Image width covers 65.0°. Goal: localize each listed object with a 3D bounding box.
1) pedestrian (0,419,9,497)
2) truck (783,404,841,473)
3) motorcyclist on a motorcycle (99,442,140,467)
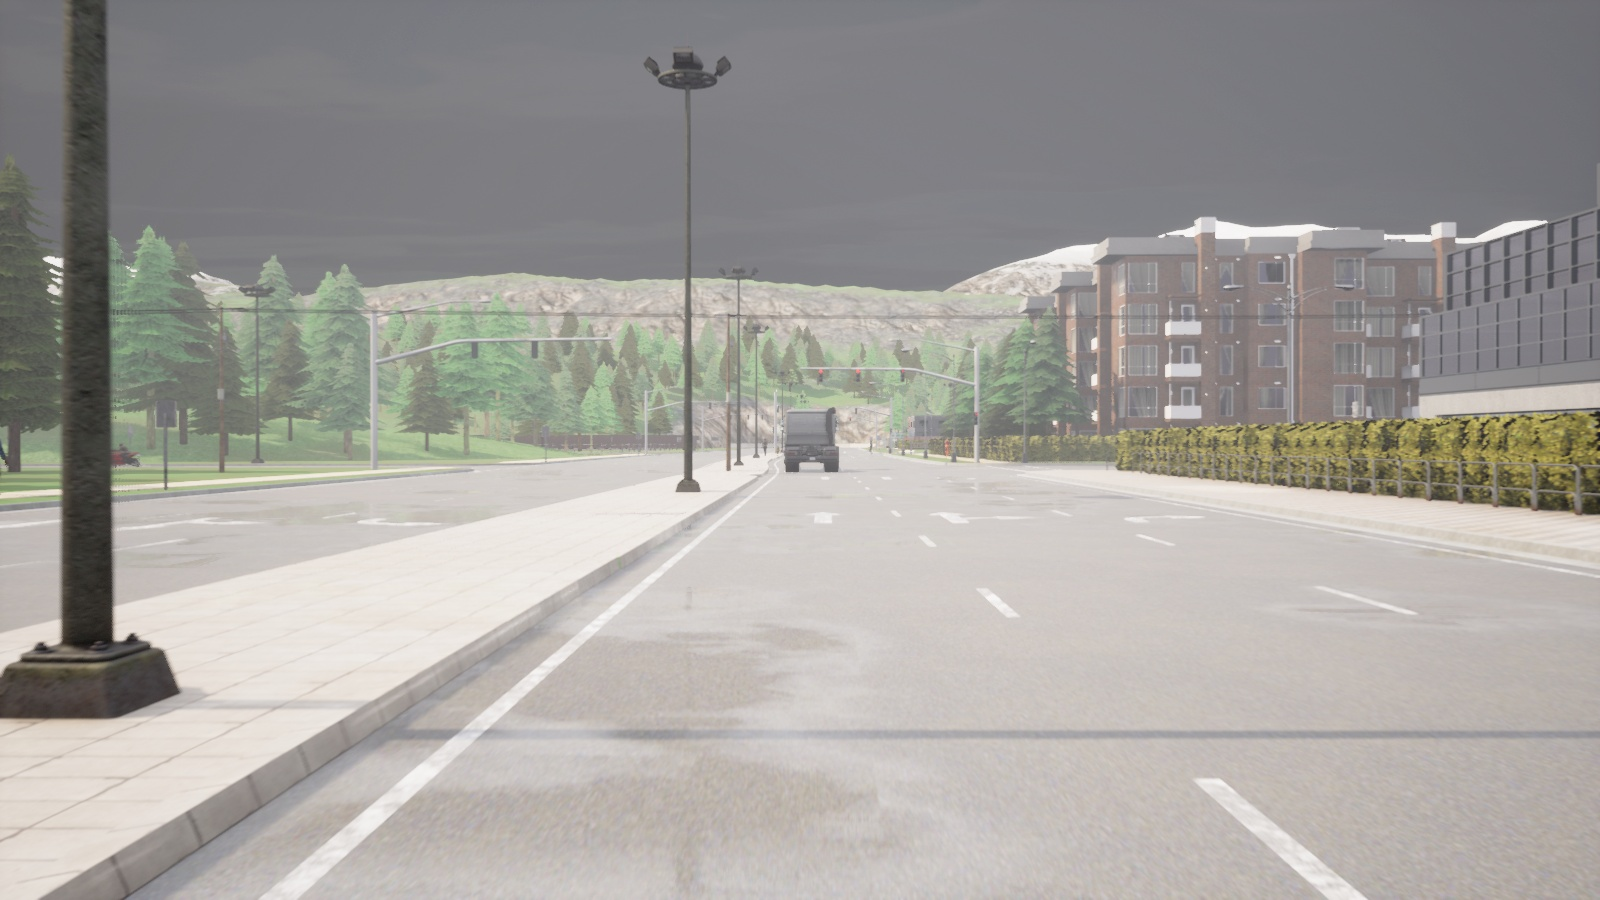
[{"bbox_3d":[-20.193,0.194,31.293,0.423,1.949,0.788,0,0,2],"label":"pedestrian"},{"bbox_3d":[0.560,-0.611,67.258,2.891,3.462,7.936,0,0,-1],"label":"truck"},{"bbox_3d":[-41.436,0.267,76.505,2.044,1.523,0.797,0,0,1],"label":"motorcyclist on a motorcycle"}]
